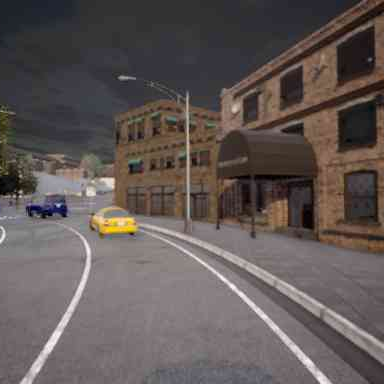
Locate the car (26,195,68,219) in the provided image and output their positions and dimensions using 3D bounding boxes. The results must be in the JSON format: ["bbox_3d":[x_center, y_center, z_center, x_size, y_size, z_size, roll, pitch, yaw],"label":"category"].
[{"bbox_3d":[-13.436,1.347,30.803,2.150,2.045,5.566,0,-1,-43],"label":"car"}]

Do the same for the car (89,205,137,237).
[{"bbox_3d":[-4.451,1.482,18.249,1.801,1.575,5.366,0,0,-25],"label":"car"}]
